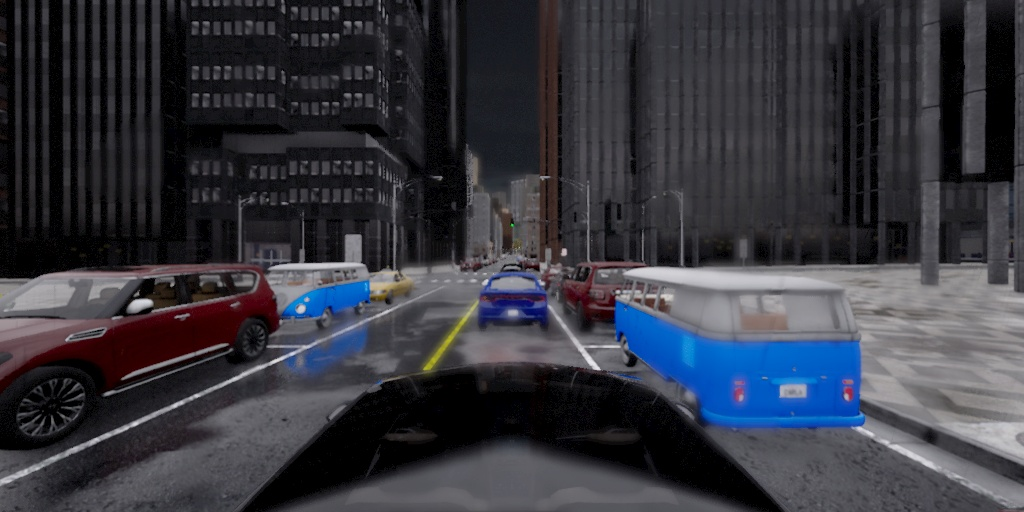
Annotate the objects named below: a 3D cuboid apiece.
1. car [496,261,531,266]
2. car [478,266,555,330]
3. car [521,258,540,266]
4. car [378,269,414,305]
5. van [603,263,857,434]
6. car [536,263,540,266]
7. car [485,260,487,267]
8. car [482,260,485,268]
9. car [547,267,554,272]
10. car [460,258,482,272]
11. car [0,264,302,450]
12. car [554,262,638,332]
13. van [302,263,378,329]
[{"bbox_3d":[0.142,1.294,24.685,1.837,1.490,4.892,0,0,4],"label":"car"},{"bbox_3d":[0.059,1.242,11.200,1.882,1.535,5.008,0,0,1],"label":"car"},{"bbox_3d":[2.727,1.158,48.985,2.192,1.841,5.009,0,0,0],"label":"car"},{"bbox_3d":[-5.774,1.299,16.254,1.751,1.417,4.829,0,0,0],"label":"car"},{"bbox_3d":[2.764,1.096,5.368,1.690,1.789,3.998,0,0,0],"label":"van"},{"bbox_3d":[2.748,1.329,21.945,1.888,1.381,4.507,0,0,0],"label":"car"},{"bbox_3d":[-5.807,1.439,60.274,1.948,1.339,4.313,0,0,0],"label":"car"},{"bbox_3d":[-5.803,1.172,54.631,2.192,1.841,5.009,0,0,0],"label":"car"},{"bbox_3d":[2.753,1.324,16.419,2.007,1.370,4.403,0,0,0],"label":"car"},{"bbox_3d":[-5.798,1.158,48.988,2.192,1.841,5.009,0,0,0],"label":"car"},{"bbox_3d":[-5.768,1.070,5.375,2.192,1.841,5.009,0,0,0],"label":"car"},{"bbox_3d":[2.758,1.079,10.894,2.192,1.841,5.009,0,0,0],"label":"car"},{"bbox_3d":[-5.771,1.105,10.900,1.690,1.789,3.998,0,0,0],"label":"van"}]
